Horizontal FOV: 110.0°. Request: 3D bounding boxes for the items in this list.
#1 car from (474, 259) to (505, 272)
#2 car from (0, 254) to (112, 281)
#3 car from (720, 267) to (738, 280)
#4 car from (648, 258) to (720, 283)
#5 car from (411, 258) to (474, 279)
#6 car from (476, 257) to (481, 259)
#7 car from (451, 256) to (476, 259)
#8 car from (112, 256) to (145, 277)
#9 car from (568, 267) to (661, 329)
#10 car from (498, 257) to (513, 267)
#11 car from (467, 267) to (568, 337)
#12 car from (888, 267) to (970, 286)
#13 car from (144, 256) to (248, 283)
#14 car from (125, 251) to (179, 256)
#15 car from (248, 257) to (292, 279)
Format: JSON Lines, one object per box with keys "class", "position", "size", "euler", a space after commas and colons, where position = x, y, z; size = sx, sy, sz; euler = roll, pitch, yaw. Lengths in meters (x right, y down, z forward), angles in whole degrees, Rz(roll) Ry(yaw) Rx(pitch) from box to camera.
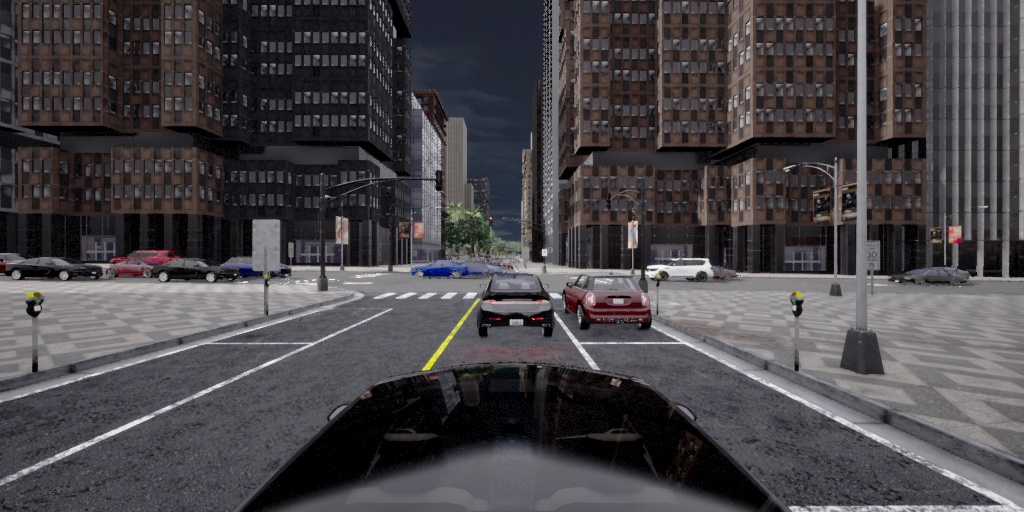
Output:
{"class": "car", "position": [-3.624, 1.267, 34.393], "size": [5.357, 1.411, 2.033], "euler": [1, 0, 0]}
{"class": "car", "position": [-30.739, 0.826, 24.207], "size": [5.008, 1.535, 1.882], "euler": [1, 0, 0]}
{"class": "car", "position": [18.687, 1.588, 34.593], "size": [5.357, 1.411, 2.033], "euler": [1, 0, -1]}
{"class": "car", "position": [14.502, 1.201, 31.285], "size": [5.566, 2.045, 2.150], "euler": [0, 0, 1]}
{"class": "car", "position": [-6.173, 1.165, 31.123], "size": [5.008, 1.535, 1.882], "euler": [1, 0, 0]}
{"class": "car", "position": [-6.668, 1.251, 59.362], "size": [1.882, 1.535, 5.008], "euler": [0, 0, 0]}
{"class": "car", "position": [-6.588, 0.973, 49.372], "size": [2.150, 2.045, 5.566], "euler": [0, 0, 0]}
{"class": "car", "position": [-28.206, 0.945, 27.472], "size": [4.181, 1.385, 1.994], "euler": [1, 0, -1]}
{"class": "car", "position": [2.734, 1.190, 11.171], "size": [1.967, 1.591, 4.097], "euler": [0, 0, 0]}
{"class": "car", "position": [-0.759, 1.197, 52.552], "size": [1.967, 1.591, 4.097], "euler": [0, 0, -1]}
{"class": "car", "position": [0.076, 1.241, 10.285], "size": [2.128, 1.511, 4.902], "euler": [0, 0, -1]}
{"class": "car", "position": [36.447, 1.851, 31.487], "size": [5.357, 1.411, 2.033], "euler": [1, 0, 0]}
{"class": "car", "position": [-21.272, 0.960, 24.288], "size": [5.008, 1.535, 1.882], "euler": [1, 0, -1]}
{"class": "car", "position": [-34.753, 0.502, 34.124], "size": [5.566, 2.045, 2.150], "euler": [1, 0, -1]}
{"class": "car", "position": [-19.563, 0.855, 27.554], "size": [4.553, 1.767, 2.097], "euler": [1, 0, 0]}
